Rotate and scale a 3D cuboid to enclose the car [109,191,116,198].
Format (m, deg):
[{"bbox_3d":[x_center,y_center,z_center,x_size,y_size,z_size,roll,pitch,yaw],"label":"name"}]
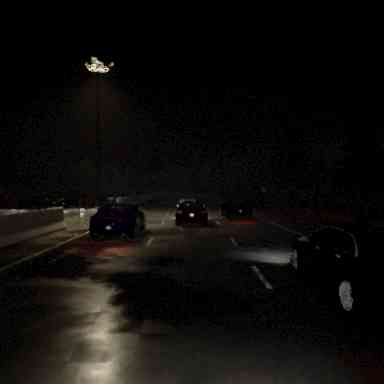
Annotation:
[{"bbox_3d":[-19.037,0.501,77.372,1.882,1.535,5.008,0,1,-1],"label":"car"}]

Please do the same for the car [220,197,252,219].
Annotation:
[{"bbox_3d":[3.336,1.157,25.748,1.882,1.535,5.008,0,1,-2],"label":"car"}]

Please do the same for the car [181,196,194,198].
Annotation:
[{"bbox_3d":[-0.536,1.109,39.564,1.895,1.301,4.718,0,1,-1],"label":"car"}]

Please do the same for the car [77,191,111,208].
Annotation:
[{"bbox_3d":[-11.201,1.001,38.334,1.882,1.535,5.008,0,1,-1],"label":"car"}]

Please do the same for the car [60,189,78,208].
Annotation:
[{"bbox_3d":[-14.700,0.745,38.129,2.150,2.045,5.566,0,1,-1],"label":"car"}]

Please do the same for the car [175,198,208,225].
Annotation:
[{"bbox_3d":[-0.053,1.297,21.434,1.994,1.385,4.181,0,1,-1],"label":"car"}]

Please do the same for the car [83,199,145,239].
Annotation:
[{"bbox_3d":[-3.449,1.277,16.081,1.882,1.535,5.008,0,1,-1],"label":"car"}]

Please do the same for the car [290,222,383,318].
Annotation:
[{"bbox_3d":[3.598,1.414,7.192,1.837,1.490,4.892,0,1,0],"label":"car"}]
